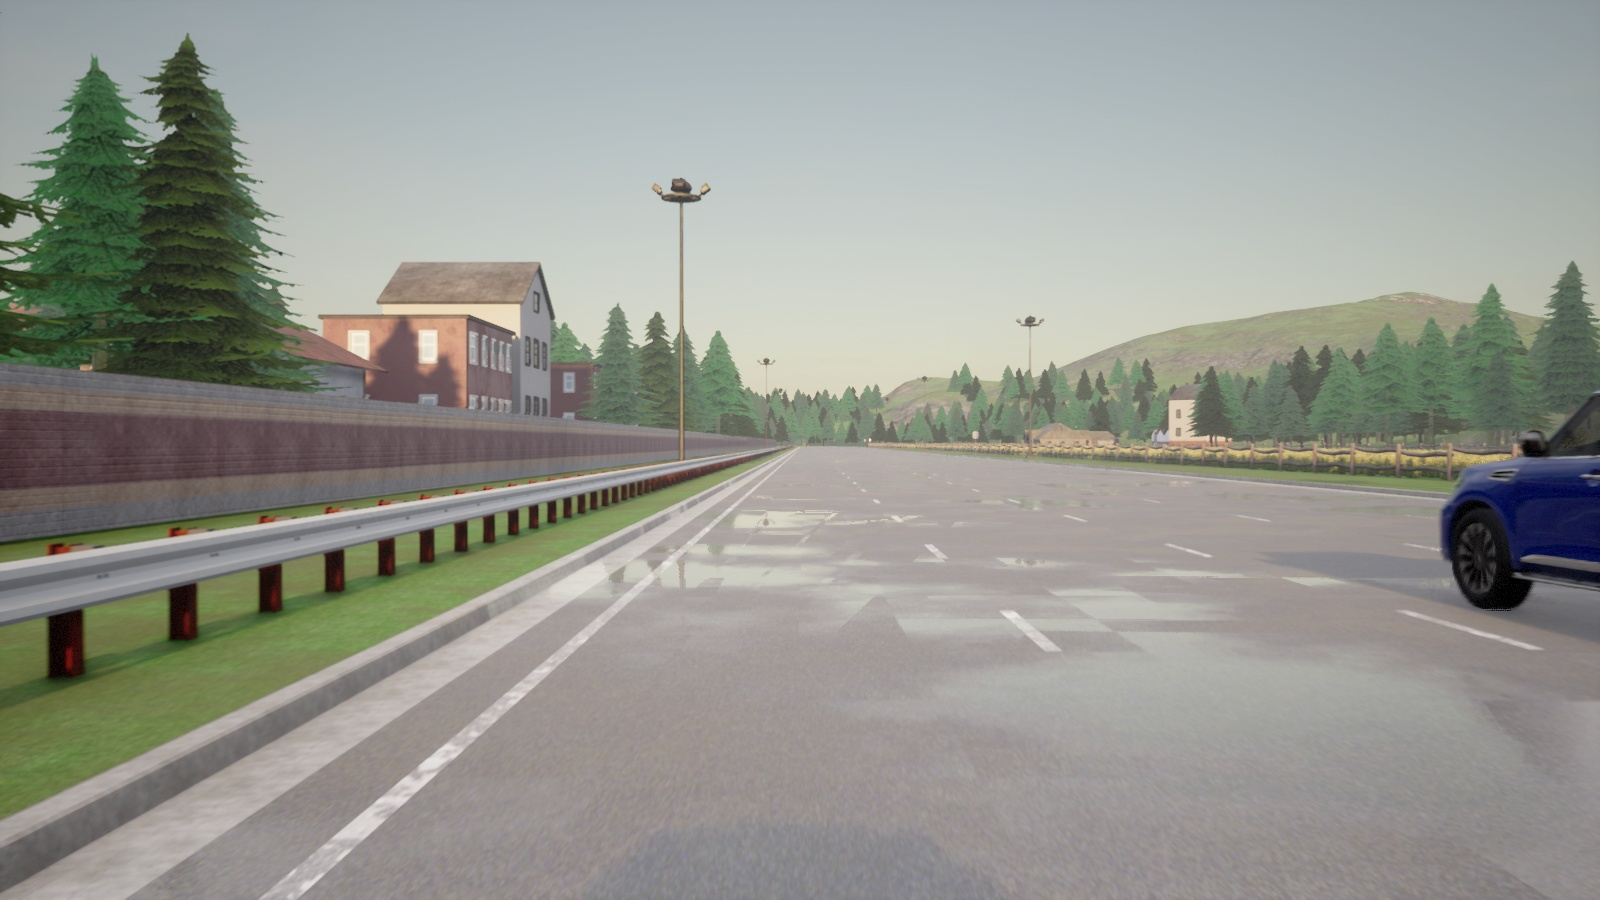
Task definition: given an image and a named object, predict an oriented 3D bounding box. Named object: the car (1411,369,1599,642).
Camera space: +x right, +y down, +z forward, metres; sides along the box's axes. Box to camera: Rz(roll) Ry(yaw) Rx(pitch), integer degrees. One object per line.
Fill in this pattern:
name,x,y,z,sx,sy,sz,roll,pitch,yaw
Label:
car,7.070,0.417,9.556,2.150,2.045,5.566,0,0,0
